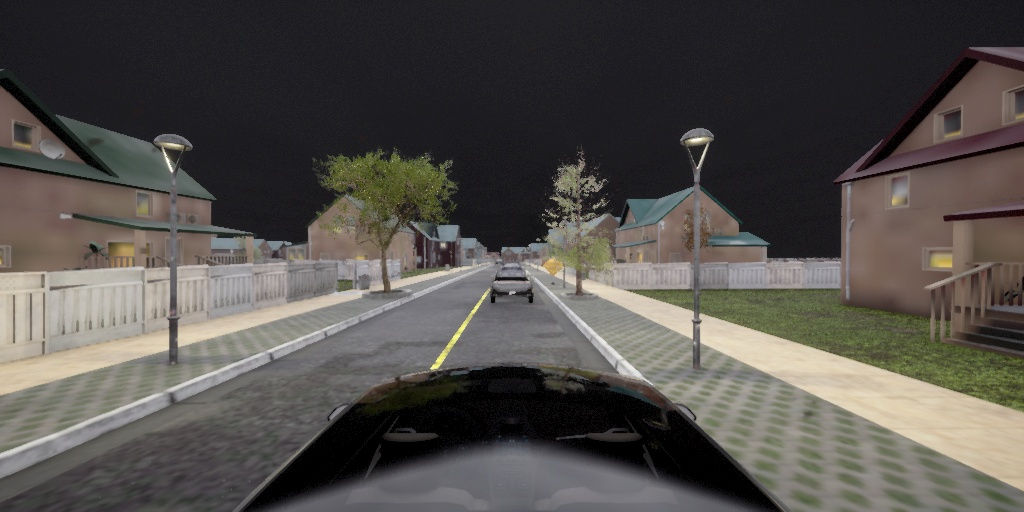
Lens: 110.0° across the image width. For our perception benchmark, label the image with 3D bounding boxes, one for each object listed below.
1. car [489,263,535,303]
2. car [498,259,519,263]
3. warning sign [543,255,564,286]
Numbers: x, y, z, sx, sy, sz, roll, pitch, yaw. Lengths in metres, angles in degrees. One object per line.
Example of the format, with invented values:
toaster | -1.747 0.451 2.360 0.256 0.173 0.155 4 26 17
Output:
car | 0.000 1.250 16.501 2.128 1.511 4.902 0 0 0
car | 0.000 1.262 31.504 1.882 1.535 5.008 0 0 0
warning sign | 2.518 0.875 21.999 1.300 1.860 1.060 0 0 0
